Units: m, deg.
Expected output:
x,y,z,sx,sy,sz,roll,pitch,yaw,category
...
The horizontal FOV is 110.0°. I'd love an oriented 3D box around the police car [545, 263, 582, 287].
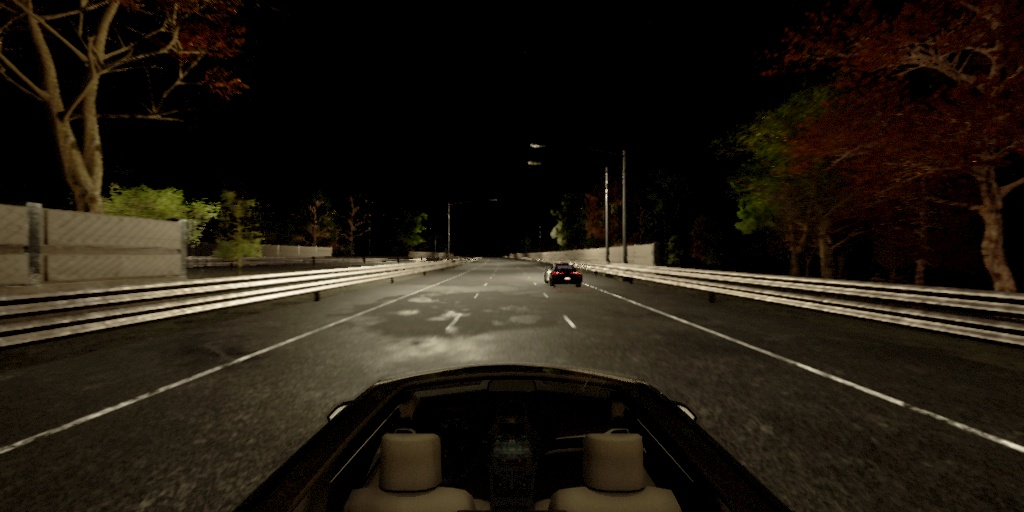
x,y,z,sx,sy,sz,roll,pitch,yaw,category
3.402,1.256,24.646,2.038,1.542,4.974,0,0,-1,police car
